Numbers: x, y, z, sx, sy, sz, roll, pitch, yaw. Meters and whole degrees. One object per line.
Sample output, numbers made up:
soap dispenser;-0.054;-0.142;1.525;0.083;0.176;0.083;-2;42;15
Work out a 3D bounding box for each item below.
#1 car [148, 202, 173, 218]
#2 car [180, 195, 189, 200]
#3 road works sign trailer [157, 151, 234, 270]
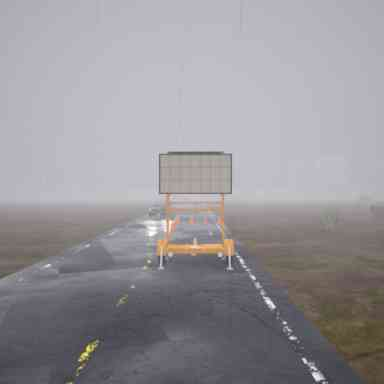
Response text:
car;-2.779;1.601;30.085;1.895;1.301;4.718;0;0;1
car;-2.035;1.508;90.023;1.837;1.490;4.892;0;0;1
road works sign trailer;0.115;0.464;11.066;2.380;3.560;2.880;0;0;1
